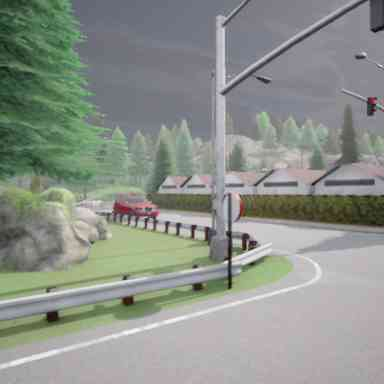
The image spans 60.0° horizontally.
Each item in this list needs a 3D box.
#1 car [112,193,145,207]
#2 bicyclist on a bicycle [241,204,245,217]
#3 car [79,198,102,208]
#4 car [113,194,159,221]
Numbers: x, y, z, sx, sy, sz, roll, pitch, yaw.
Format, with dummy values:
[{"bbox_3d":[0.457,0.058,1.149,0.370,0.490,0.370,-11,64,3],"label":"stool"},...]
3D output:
[{"bbox_3d":[-10.084,1.277,53.319,2.150,2.045,5.566,0,0,28],"label":"car"},{"bbox_3d":[4.018,1.389,29.111,1.656,1.620,0.582,-1,0,-35],"label":"bicyclist on a bicycle"},{"bbox_3d":[-15.086,1.612,49.856,1.812,1.442,4.674,0,0,11],"label":"car"},{"bbox_3d":[-5.001,1.345,28.952,2.150,2.045,5.566,0,0,-35],"label":"car"}]
